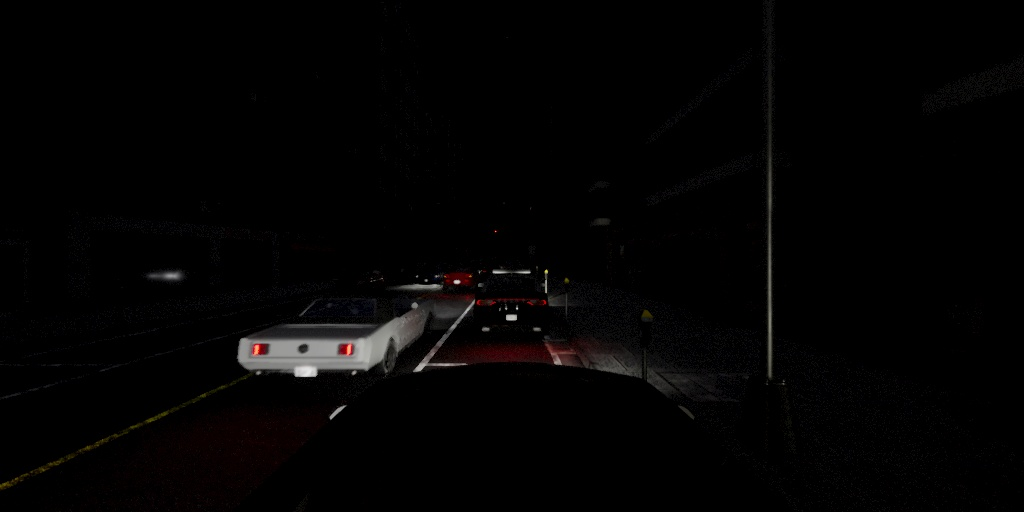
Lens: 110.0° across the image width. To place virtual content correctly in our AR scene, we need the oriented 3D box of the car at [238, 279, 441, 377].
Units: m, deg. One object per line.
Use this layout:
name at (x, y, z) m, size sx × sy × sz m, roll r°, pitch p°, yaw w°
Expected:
car at (-2.922, 1.351, 7.316) m, size 1.895 × 1.301 × 4.718 m, roll 0°, pitch 0°, yaw 0°

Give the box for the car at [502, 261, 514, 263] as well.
car at (-0.383, 1.300, 25.913) m, size 2.007 × 1.370 × 4.403 m, roll 0°, pitch 0°, yaw 0°

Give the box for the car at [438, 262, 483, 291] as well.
car at (-3.019, 1.276, 21.974) m, size 1.812 × 1.442 × 4.674 m, roll 0°, pitch 0°, yaw 0°

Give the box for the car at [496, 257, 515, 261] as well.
car at (-0.383, 1.190, 36.951) m, size 1.967 × 1.591 × 4.097 m, roll 0°, pitch 0°, yaw 0°

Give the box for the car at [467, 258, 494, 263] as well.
car at (-2.925, 1.254, 35.063) m, size 1.837 × 1.490 × 4.892 m, roll 0°, pitch 0°, yaw 0°

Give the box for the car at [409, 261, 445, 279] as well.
car at (-5.869, 1.297, 27.183) m, size 2.033 × 1.411 × 5.357 m, roll 0°, pitch 0°, yaw 0°

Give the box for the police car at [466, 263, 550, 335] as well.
police car at (-0.012, 1.175, 10.610) m, size 1.930 × 1.638 × 5.238 m, roll 0°, pitch 0°, yaw 0°

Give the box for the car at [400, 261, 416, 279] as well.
car at (-8.408, 1.190, 31.425) m, size 1.967 × 1.591 × 4.097 m, roll 0°, pitch 0°, yaw 0°

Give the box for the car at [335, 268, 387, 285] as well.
car at (-8.408, 1.332, 20.388) m, size 1.802 × 1.307 × 4.207 m, roll 0°, pitch 0°, yaw 0°
